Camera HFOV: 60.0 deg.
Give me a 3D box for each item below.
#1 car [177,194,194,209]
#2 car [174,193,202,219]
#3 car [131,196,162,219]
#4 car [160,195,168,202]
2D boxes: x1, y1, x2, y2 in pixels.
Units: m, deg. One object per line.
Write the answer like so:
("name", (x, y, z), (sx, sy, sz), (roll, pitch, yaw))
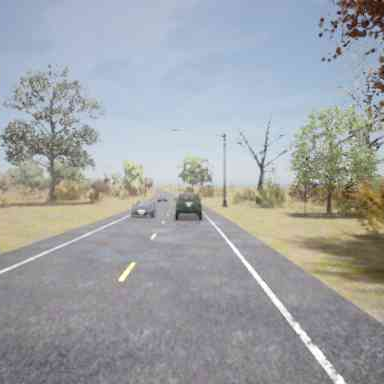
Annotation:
("car", (-0.958, 1.211, 44.449), (2.097, 1.767, 4.553), (0, 0, -3))
("car", (-0.335, 1.136, 28.218), (2.150, 2.045, 5.566), (0, 0, -2))
("car", (-4.051, 1.412, 28.573), (2.128, 1.511, 4.902), (0, 0, -2))
("car", (-5.763, 1.316, 65.885), (2.033, 1.411, 5.357), (0, 0, -4))
